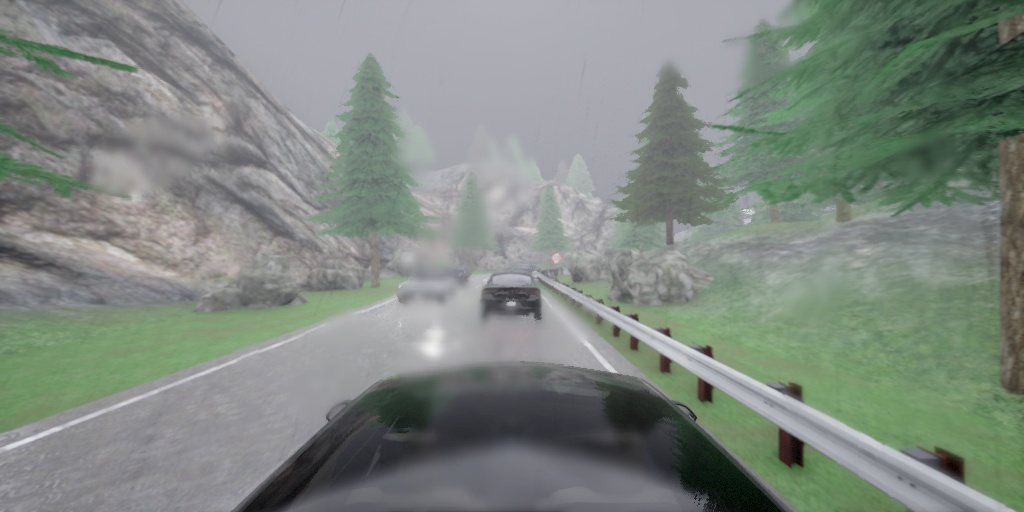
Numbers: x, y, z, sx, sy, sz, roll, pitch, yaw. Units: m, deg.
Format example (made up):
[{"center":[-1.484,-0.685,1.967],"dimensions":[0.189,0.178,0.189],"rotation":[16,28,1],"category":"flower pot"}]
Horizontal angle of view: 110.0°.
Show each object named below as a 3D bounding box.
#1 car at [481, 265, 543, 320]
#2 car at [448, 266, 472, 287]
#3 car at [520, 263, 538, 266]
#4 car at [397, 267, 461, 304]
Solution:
[{"center":[-0.035,1.236,12.652],"dimensions":[1.882,1.535,5.008],"rotation":[0,0,-1],"category":"car"},{"center":[-3.957,1.370,24.953],"dimensions":[1.895,1.301,4.718],"rotation":[0,0,-1],"category":"car"},{"center":[1.584,1.341,36.064],"dimensions":[1.994,1.385,4.181],"rotation":[0,0,24],"category":"car"},{"center":[-3.710,1.363,16.425],"dimensions":[1.895,1.301,4.718],"rotation":[0,0,-1],"category":"car"}]
